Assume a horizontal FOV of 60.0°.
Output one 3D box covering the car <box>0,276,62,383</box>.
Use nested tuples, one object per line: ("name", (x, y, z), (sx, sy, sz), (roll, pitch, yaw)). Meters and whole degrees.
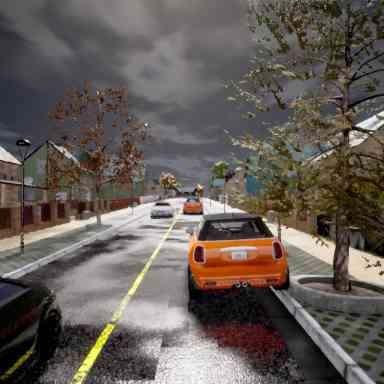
("car", (-2.846, 1.567, 3.081), (1.994, 1.385, 4.181), (0, 0, 0))

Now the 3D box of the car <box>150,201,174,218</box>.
("car", (-2.701, 1.576, 30.664), (1.812, 1.442, 4.674), (0, 0, 0))

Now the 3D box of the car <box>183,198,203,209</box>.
("car", (0.131, 1.415, 36.159), (2.097, 1.767, 4.553), (0, 0, 0))

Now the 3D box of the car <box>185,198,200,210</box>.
("car", (0.095, 1.637, 45.940), (2.033, 1.411, 5.357), (0, 0, 1))

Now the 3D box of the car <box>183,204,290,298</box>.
("car", (0.935, 1.312, 8.727), (2.097, 1.767, 4.553), (-3, -1, 0))
